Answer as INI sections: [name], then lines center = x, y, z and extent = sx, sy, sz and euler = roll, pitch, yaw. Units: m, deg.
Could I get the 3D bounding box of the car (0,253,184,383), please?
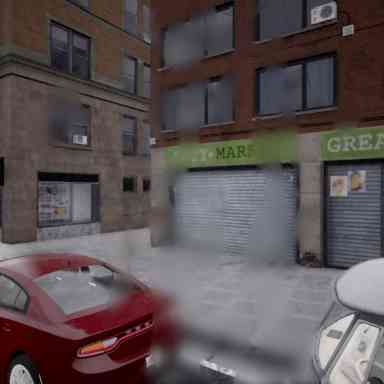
[car]
center = -2.198, 1.544, 4.644
extent = 4.507, 1.381, 1.887
euler = 0, 0, 35

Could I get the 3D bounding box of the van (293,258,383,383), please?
[van]
center = 2.411, 1.341, 1.357
extent = 3.998, 1.788, 1.690
euler = 0, 0, 35
